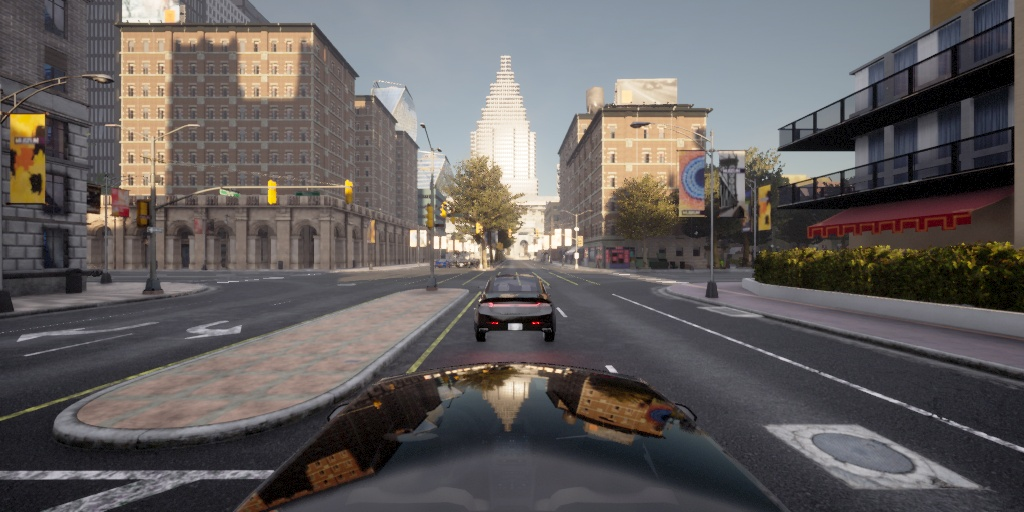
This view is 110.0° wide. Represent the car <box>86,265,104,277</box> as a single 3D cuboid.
[{"bbox_3d":[-40.092,1.314,32.700,4.181,1.385,1.994,0,0,0],"label":"car"}]

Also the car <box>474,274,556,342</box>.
[{"bbox_3d":[0.080,1.242,9.796,2.128,1.511,4.902,0,0,0],"label":"car"}]

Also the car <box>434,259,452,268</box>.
[{"bbox_3d":[-11.550,1.227,60.028,1.882,1.535,5.008,0,0,0],"label":"car"}]

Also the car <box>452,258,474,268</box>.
[{"bbox_3d":[-8.053,1.241,59.613,2.128,1.511,4.902,0,0,0],"label":"car"}]
